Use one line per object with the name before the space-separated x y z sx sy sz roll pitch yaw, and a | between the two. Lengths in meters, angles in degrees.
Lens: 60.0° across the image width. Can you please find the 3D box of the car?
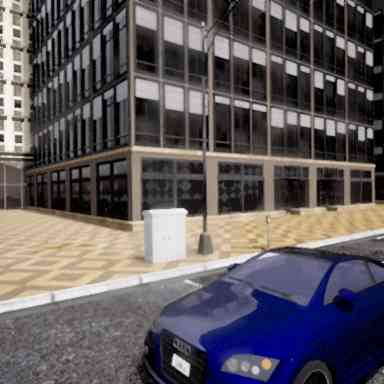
car | 1.467 1.498 4.514 4.181 1.385 1.994 -1 1 -37
